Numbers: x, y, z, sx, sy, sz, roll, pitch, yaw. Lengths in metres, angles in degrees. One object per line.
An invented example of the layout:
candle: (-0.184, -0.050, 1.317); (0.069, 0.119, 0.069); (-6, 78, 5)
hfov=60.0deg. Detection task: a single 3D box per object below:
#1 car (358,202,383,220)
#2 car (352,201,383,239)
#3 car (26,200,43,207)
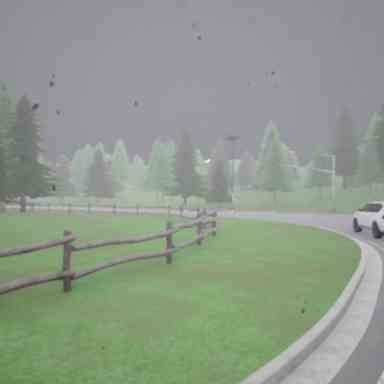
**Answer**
car: (19.237, 1.888, 33.223); (4.553, 1.767, 2.097); (0, -1, 30)
car: (11.241, 1.536, 19.424); (2.150, 2.045, 5.566); (0, -1, 9)
car: (-34.445, 2.466, 72.509); (4.674, 1.442, 1.812); (0, -1, 30)
